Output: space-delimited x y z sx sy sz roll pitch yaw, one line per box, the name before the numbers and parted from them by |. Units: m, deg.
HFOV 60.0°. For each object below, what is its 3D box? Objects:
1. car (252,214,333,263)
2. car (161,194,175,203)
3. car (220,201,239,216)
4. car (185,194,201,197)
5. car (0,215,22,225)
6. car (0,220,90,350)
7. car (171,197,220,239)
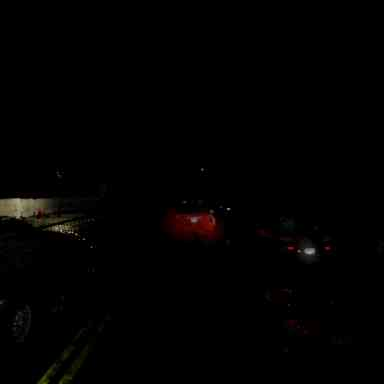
car | 3.350 1.514 11.770 1.812 1.442 4.674 0 0 0
car | -3.249 1.061 47.627 1.837 1.490 4.892 0 0 0
car | 3.349 1.528 32.522 1.994 1.385 4.181 0 0 0
car | 0.103 1.182 35.701 2.150 2.045 5.566 0 0 0
car | -6.600 1.482 10.124 2.128 1.511 4.902 0 0 0
car | -3.351 1.520 6.354 1.812 1.442 4.674 0 0 0
car | 0.100 1.334 17.480 2.097 1.767 4.553 0 0 0
